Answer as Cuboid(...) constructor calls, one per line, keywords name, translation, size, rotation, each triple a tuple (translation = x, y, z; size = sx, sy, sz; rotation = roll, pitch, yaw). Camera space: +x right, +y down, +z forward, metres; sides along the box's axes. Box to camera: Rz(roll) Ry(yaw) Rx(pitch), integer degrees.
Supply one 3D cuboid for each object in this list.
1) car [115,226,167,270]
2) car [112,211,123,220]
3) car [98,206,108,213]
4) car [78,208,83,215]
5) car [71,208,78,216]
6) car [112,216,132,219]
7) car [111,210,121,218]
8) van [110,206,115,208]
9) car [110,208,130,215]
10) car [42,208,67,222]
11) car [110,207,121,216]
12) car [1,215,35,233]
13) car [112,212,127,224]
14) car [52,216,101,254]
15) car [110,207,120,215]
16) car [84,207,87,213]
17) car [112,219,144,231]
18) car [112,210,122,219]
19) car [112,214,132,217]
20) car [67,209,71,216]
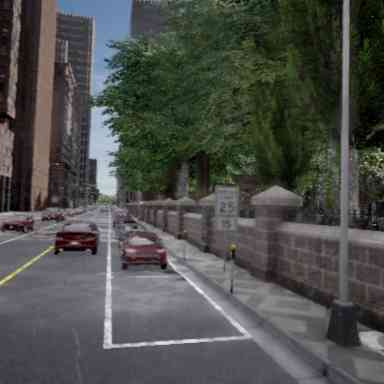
Cuboid(name="car", translation=(-2.052, 2.262, 13.480), size=(1.802, 1.307, 4.206), rotation=(2, -3, -14))
Cuboid(name="car", translation=(-12.647, 4.013, 56.358), size=(1.802, 1.307, 4.206), rotation=(3, -3, -14))
Cuboid(name="car", translation=(-24.281, 5.053, 91.975), size=(1.994, 1.385, 4.181), rotation=(3, -3, -14))
Cuboid(name="car", translation=(-24.888, 4.227, 70.397), size=(2.008, 1.369, 4.403), rotation=(3, -3, -14))
Cuboid(name="car", translation=(-22.236, 3.712, 59.683), size=(1.967, 1.590, 4.097), rotation=(3, -3, -14))
Cuboid(name="car", translation=(-4.703, 2.712, 24.199), size=(1.947, 1.339, 4.313), rotation=(2, -3, -14))
Cuboid(name="car", translation=(-15.295, 4.419, 67.076), size=(1.802, 1.307, 4.206), rotation=(3, -3, -14))
Cuboid(name="van", translation=(-16.611, 4.380, 72.447), size=(1.690, 1.788, 3.998), rotation=(3, -3, -14))
Cuboid(name="car", translation=(-7.343, 2.909, 34.931), size=(2.192, 1.841, 5.009), rotation=(2, -3, -14))
Cuboid(name="car", translation=(-18.261, 2.974, 43.612), size=(2.192, 1.841, 5.009), rotation=(2, -3, -14))
Cuboid(name="car", translation=(-17.933, 4.553, 77.808), size=(2.192, 1.841, 5.009), rotation=(3, -3, -14))
Cuboid(name="car", translation=(-14.296, 2.555, 27.521), size=(1.887, 1.381, 4.507), rotation=(2, -3, -14))
Cuboid(name="car", translation=(-9.998, 3.566, 45.640), size=(1.887, 1.381, 4.507), rotation=(3, -3, -14))
Cuboid(name="car", translation=(-5.801, 2.234, 17.172), size=(1.882, 1.535, 5.008), rotation=(3, -3, -14))
Cuboid(name="car", translation=(-19.257, 4.750, 83.168), size=(2.192, 1.841, 5.009), rotation=(3, -3, -14))
Cuboid(name="car", translation=(-27.531, 4.513, 81.122), size=(1.967, 1.590, 4.097), rotation=(3, -3, -14))
Cuboid(name="car", translation=(-3.376, 2.467, 18.840), size=(2.008, 1.369, 4.403), rotation=(2, -3, -14))
Cuboid(name="car", translation=(-14.010, 4.166, 61.884), size=(1.752, 1.417, 4.829), rotation=(3, -3, -14))
Cuboid(name="car", translation=(-6.027, 2.954, 29.558), size=(1.802, 1.307, 4.206), rotation=(2, -3, -14))
Cuboid(name="car", translation=(-19.588, 3.305, 48.964), size=(1.967, 1.590, 4.097), rotation=(3, -3, -14))
